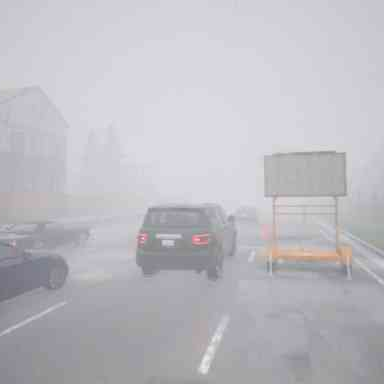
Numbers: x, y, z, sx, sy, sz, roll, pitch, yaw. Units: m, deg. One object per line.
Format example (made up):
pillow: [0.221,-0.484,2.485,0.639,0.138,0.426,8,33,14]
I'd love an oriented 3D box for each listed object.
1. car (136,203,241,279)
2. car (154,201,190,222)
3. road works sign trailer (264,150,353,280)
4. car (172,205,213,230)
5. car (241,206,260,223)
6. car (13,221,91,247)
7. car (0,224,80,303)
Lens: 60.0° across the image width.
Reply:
car: [0.090,1.358,10.751,2.150,2.045,5.566,-1,-1,15]
car: [-1.806,1.774,31.339,2.097,1.767,4.553,-1,-1,15]
road works sign trailer: [3.485,0.551,10.348,2.380,3.560,2.880,-1,-1,15]
car: [0.168,1.821,24.994,1.837,1.490,4.892,-1,-1,15]
car: [4.643,1.863,28.309,1.994,1.385,4.181,-1,-1,15]
car: [-6.282,1.862,14.036,1.895,1.301,4.718,-1,-1,15]
car: [-4.535,1.673,6.833,1.812,1.442,4.674,-1,-1,15]
